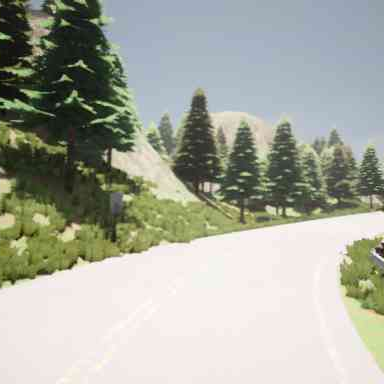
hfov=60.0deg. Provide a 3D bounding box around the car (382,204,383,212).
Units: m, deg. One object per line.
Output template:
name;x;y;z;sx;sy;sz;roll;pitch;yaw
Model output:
car;26.866;1.895;44.328;4.892;1.490;1.837;0;-2;-45
